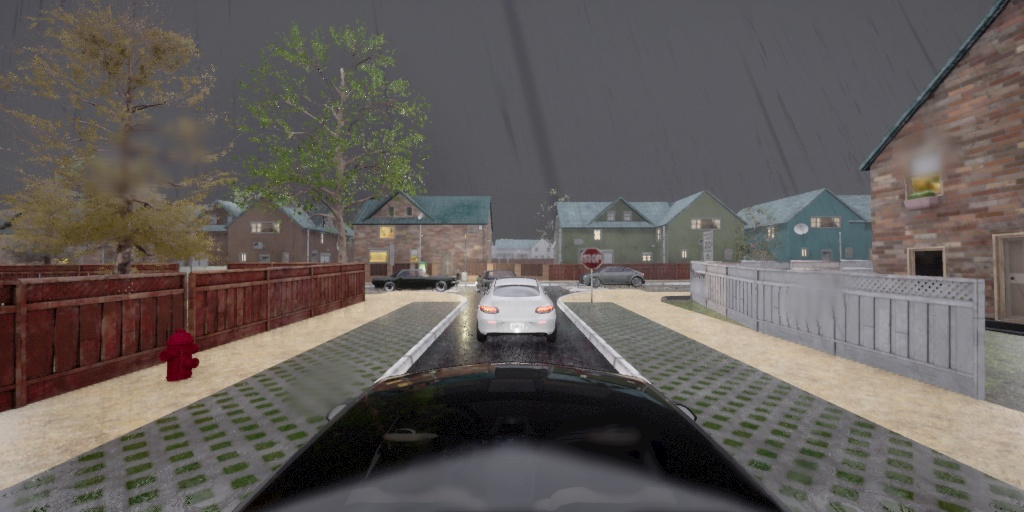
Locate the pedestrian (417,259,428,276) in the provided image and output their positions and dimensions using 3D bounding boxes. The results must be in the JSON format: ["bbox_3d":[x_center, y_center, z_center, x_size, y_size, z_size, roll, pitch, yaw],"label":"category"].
[{"bbox_3d":[-6.701,1.119,26.783,0.375,1.860,0.375,0,-1,1],"label":"pedestrian"}]

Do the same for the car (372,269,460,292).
[{"bbox_3d":[-5.482,1.416,20.897,4.718,1.301,1.895,-1,-1,1],"label":"car"}]

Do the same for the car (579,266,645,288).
[{"bbox_3d":[6.539,1.344,23.688,4.181,1.385,1.994,0,-1,1],"label":"car"}]

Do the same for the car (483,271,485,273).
[{"bbox_3d":[-0.756,1.366,18.512,1.895,1.301,4.718,0,-1,-12],"label":"car"}]

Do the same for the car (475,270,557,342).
[{"bbox_3d":[0.103,1.279,9.694,1.812,1.442,4.674,0,0,0],"label":"car"}]
